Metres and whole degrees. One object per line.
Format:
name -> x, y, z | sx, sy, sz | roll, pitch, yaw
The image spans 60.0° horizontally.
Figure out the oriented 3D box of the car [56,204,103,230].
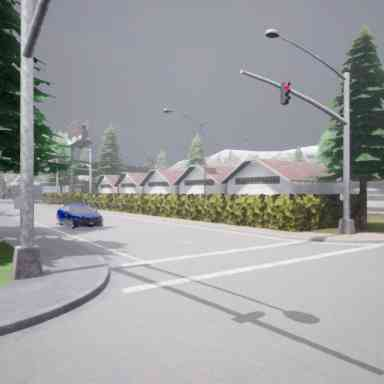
car -> -7.433, 1.536, 21.806 | 1.882, 1.535, 5.008 | 0, 1, -36
